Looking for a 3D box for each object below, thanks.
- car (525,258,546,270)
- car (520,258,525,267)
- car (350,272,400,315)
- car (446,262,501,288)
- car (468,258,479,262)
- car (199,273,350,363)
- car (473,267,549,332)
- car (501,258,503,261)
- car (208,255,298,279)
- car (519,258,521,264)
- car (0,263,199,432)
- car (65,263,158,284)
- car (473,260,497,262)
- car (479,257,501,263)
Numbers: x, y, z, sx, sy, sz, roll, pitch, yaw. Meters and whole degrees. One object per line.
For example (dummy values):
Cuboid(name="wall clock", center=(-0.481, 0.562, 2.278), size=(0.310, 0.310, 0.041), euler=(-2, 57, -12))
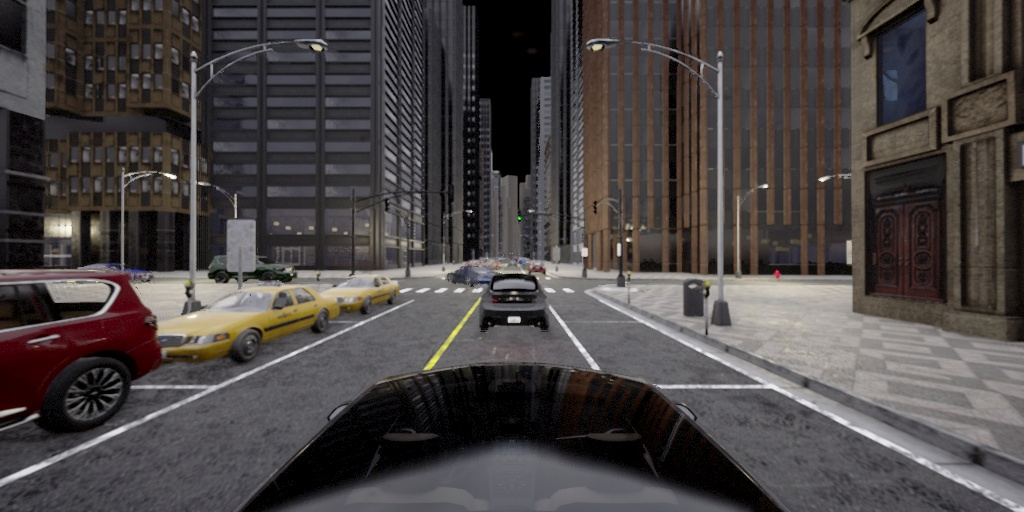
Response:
Cuboid(name="car", center=(2.783, 1.277, 40.794), size=(1.967, 1.591, 4.097), euler=(0, 0, 0))
Cuboid(name="car", center=(2.791, 1.429, 57.620), size=(2.007, 1.370, 4.403), euler=(0, 0, 0))
Cuboid(name="car", center=(-5.756, 1.302, 13.834), size=(1.751, 1.417, 4.829), euler=(0, 0, 0))
Cuboid(name="car", center=(-2.707, 1.339, 24.479), size=(2.033, 1.411, 5.357), euler=(0, 0, -32))
Cuboid(name="car", center=(-5.737, 1.305, 51.997), size=(1.967, 1.591, 4.097), euler=(0, 0, 0))
Cuboid(name="car", center=(-5.758, 1.290, 8.232), size=(1.751, 1.417, 4.829), euler=(0, 0, 0))
Cuboid(name="car", center=(0.073, 1.276, 11.001), size=(1.837, 1.490, 4.892), euler=(0, 0, 0))
Cuboid(name="car", center=(-3.041, 1.239, 60.971), size=(2.097, 1.767, 4.553), euler=(0, 0, 0))
Cuboid(name="car", center=(-18.511, 0.966, 25.707), size=(5.566, 2.045, 2.150), euler=(0, 0, 1))
Cuboid(name="car", center=(2.794, 1.459, 63.229), size=(1.948, 1.339, 4.313), euler=(0, 0, 0))
Cuboid(name="car", center=(-5.761, 1.067, 2.801), size=(2.192, 1.841, 5.009), euler=(0, 0, 0))
Cuboid(name="car", center=(-28.504, 1.240, 25.625), size=(4.674, 1.442, 1.812), euler=(0, 0, 0))
Cuboid(name="car", center=(-3.069, 1.440, 41.327), size=(1.895, 1.301, 4.718), euler=(0, 0, 0))
Cuboid(name="car", center=(-3.061, 1.215, 51.021), size=(2.097, 1.767, 4.553), euler=(0, 0, 0))
